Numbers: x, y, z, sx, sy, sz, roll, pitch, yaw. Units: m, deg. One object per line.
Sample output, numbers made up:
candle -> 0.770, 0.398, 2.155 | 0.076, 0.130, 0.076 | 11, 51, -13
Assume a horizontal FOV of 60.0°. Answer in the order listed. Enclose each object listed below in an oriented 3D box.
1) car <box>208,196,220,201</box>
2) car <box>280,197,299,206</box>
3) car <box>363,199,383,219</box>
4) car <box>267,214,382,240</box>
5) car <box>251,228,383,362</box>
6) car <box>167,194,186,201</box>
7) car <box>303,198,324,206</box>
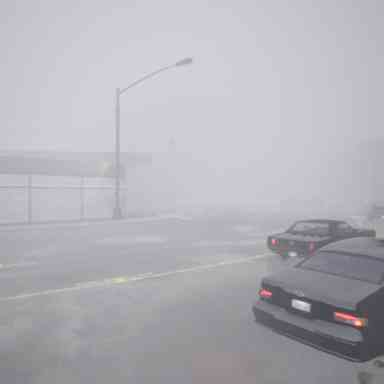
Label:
car -> 6.110, 1.788, 87.721 | 1.994, 1.385, 4.181 | 0, 0, -7
car -> 16.808, 1.637, 57.431 | 2.128, 1.511, 4.902 | 0, 0, -6
car -> 15.160, 1.568, 26.940 | 1.837, 1.490, 4.892 | 1, 0, 23
car -> 4.742, 1.630, 11.723 | 4.718, 1.301, 1.895 | 0, 0, -43
car -> 3.421, 1.562, 5.982 | 5.357, 1.411, 2.033 | 0, 0, -38
car -> -4.666, 1.780, 92.251 | 4.674, 1.442, 1.812 | 0, 0, -7
car -> 20.475, 1.665, 56.148 | 1.812, 1.442, 4.674 | 0, 0, -6
